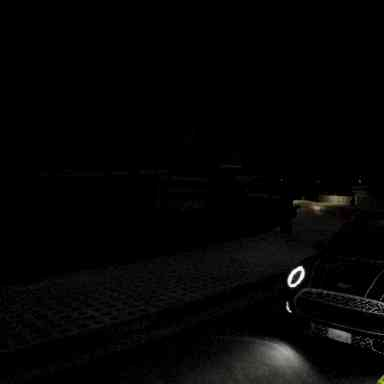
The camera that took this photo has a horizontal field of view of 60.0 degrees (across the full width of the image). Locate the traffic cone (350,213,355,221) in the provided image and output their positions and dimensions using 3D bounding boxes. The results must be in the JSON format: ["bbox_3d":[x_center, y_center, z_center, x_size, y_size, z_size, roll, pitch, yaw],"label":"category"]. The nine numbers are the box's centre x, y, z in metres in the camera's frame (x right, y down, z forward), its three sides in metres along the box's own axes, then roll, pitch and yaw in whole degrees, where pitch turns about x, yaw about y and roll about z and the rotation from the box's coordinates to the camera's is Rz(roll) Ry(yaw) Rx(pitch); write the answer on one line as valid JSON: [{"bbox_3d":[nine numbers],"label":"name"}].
[{"bbox_3d":[12.274,1.906,25.475,0.340,0.580,0.340,0,0,14],"label":"traffic cone"}]

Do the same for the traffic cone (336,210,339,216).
[{"bbox_3d":[13.174,1.896,30.100,0.340,0.580,0.340,0,0,8],"label":"traffic cone"}]

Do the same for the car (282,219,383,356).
[{"bbox_3d":[3.508,1.349,6.162,2.097,1.767,4.553,0,0,42],"label":"car"}]

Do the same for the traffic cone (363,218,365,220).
[{"bbox_3d":[10.848,1.917,20.984,0.340,0.580,0.340,0,0,21],"label":"traffic cone"}]

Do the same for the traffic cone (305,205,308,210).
[{"bbox_3d":[13.708,1.878,39.831,0.340,0.580,0.340,0,0,2],"label":"traffic cone"}]

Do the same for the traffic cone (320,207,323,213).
[{"bbox_3d":[13.541,1.887,34.834,0.340,0.580,0.340,0,0,2],"label":"traffic cone"}]

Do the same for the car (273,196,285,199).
[{"bbox_3d":[16.039,1.418,60.882,2.033,1.411,5.357,0,0,-4],"label":"car"}]
